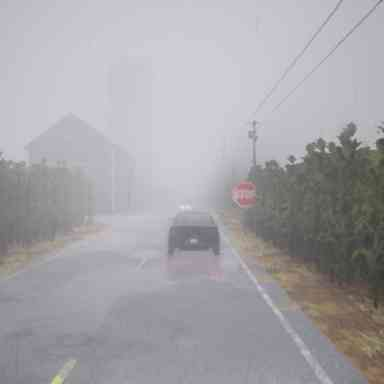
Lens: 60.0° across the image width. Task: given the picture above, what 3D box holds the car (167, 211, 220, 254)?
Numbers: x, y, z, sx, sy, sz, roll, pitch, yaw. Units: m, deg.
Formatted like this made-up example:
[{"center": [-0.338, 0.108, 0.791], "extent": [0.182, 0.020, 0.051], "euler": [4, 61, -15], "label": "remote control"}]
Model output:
[{"center": [0.081, 1.502, 13.639], "extent": [1.882, 1.535, 5.008], "euler": [0, 0, 1], "label": "car"}]

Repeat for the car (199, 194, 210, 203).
[{"center": [3.017, 1.643, 75.019], "extent": [2.128, 1.511, 4.902], "euler": [0, 0, -1], "label": "car"}]

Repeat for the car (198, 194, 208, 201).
[{"center": [2.863, 1.332, 85.128], "extent": [2.097, 1.767, 4.553], "euler": [0, 0, -4], "label": "car"}]

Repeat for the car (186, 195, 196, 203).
[{"center": [-0.173, 1.480, 76.243], "extent": [2.097, 1.767, 4.553], "euler": [0, 0, 1], "label": "car"}]

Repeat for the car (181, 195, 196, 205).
[{"center": [-0.962, 1.596, 61.051], "extent": [2.128, 1.511, 4.902], "euler": [0, 0, 5], "label": "car"}]
